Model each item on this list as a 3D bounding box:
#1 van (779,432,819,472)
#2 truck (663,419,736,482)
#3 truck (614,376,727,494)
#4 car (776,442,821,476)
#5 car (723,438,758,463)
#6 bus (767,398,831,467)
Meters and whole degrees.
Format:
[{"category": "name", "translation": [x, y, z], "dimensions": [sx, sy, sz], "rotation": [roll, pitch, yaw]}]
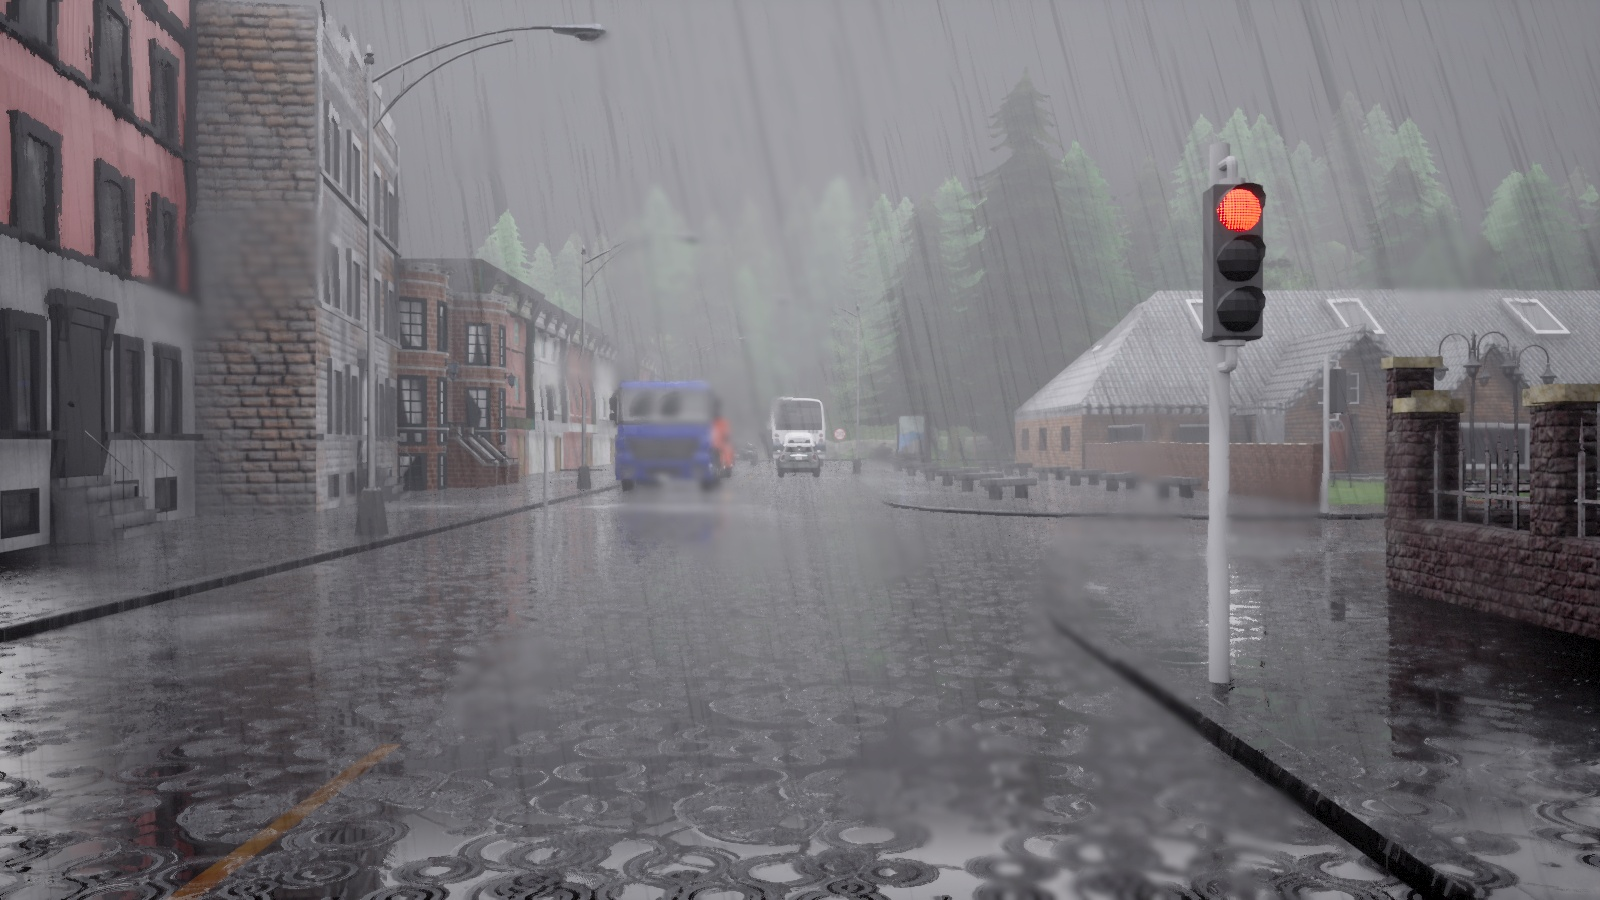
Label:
[{"category": "van", "translation": [-0.042, 0.088, 67.603], "dimensions": [2.069, 2.038, 4.480], "rotation": [0, 0, 0]}, {"category": "truck", "translation": [-4.061, -0.052, 51.574], "dimensions": [2.627, 2.467, 5.204], "rotation": [0, 2, 0]}, {"category": "truck", "translation": [-4.047, -0.470, 41.022], "dimensions": [2.891, 3.462, 7.936], "rotation": [0, 0, 0]}, {"category": "car", "translation": [-0.052, 0.393, 56.545], "dimensions": [1.970, 1.475, 3.806], "rotation": [0, 0, 0]}, {"category": "car", "translation": [-4.060, 0.034, 86.519], "dimensions": [2.152, 1.651, 5.027], "rotation": [0, 0, 0]}, {"category": "bus", "translation": [-0.023, -1.097, 82.699], "dimensions": [3.944, 4.253, 10.273], "rotation": [0, 0, 0]}]
